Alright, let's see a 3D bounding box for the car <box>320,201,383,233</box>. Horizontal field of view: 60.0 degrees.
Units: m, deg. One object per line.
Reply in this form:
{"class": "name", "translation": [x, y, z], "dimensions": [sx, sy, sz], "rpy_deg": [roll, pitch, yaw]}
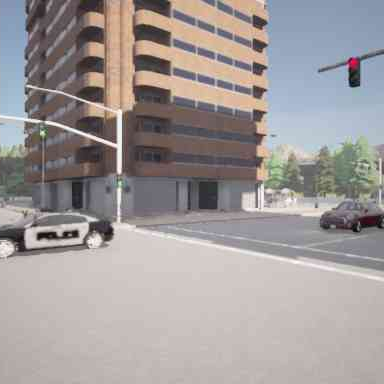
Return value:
{"class": "car", "translation": [9.652, 1.351, 19.909], "dimensions": [4.553, 1.767, 2.097], "rpy_deg": [0, 0, -37]}

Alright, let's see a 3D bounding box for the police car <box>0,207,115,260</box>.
{"class": "police car", "translation": [-5.554, 1.422, 12.588], "dimensions": [5.238, 1.638, 1.930], "rpy_deg": [0, 0, -37]}
